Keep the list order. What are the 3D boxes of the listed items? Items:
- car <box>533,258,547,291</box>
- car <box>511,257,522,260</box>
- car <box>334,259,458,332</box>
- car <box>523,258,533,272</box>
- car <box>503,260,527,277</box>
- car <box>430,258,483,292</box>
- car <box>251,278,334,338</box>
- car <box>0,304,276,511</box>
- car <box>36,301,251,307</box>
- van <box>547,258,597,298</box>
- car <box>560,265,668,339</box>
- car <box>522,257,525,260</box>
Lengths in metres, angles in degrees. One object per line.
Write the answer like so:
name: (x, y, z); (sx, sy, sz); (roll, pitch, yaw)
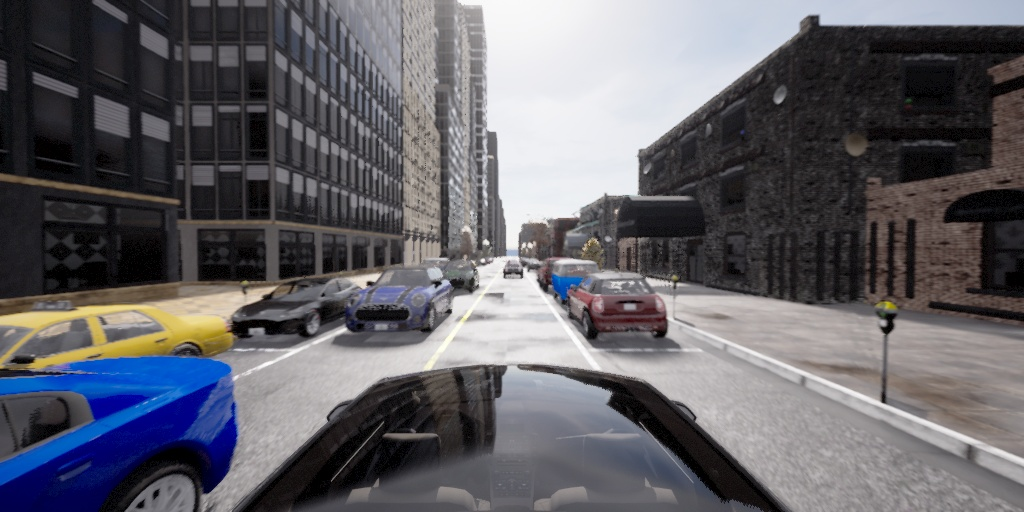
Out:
car: (2.690, 1.024, 21.365); (2.192, 1.841, 5.009); (0, 0, 0)
car: (0.054, 1.180, 47.866); (1.812, 1.442, 4.674); (0, 0, 0)
car: (-3.097, 1.083, 10.736); (2.097, 1.767, 4.553); (0, 0, 0)
car: (2.692, 1.213, 43.941); (2.007, 1.370, 4.403); (0, 0, 0)
car: (0.106, 1.284, 33.588); (1.895, 1.301, 4.718); (0, 0, 0)
car: (-3.080, 1.062, 20.787); (2.097, 1.767, 4.553); (0, 0, 0)
car: (-5.658, 1.298, 10.131); (1.948, 1.339, 4.313); (0, 0, 0)
car: (-3.102, 1.230, 0.750); (1.882, 1.535, 5.008); (0, 0, 0)
car: (-5.828, 1.269, 4.318); (1.751, 1.417, 4.829); (0, 0, 0)
van: (2.690, 1.062, 15.721); (1.690, 1.789, 3.998); (0, 0, 0)
car: (2.690, 1.172, 10.076); (1.967, 1.591, 4.097); (0, 0, 0)
car: (2.692, 1.195, 60.873); (1.948, 1.339, 4.313); (0, 0, 0)
